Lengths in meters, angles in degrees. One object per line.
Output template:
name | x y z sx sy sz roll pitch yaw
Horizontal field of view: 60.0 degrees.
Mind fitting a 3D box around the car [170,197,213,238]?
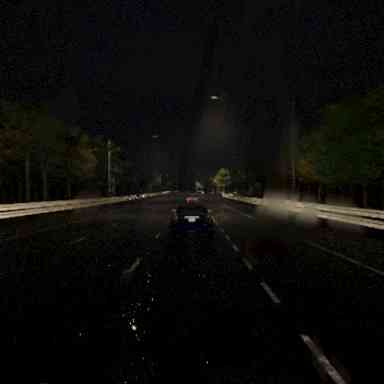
car | -0.007 1.345 17.920 2.097 1.767 4.553 0 0 0

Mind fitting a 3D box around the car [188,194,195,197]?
car | -0.022 1.508 55.116 1.895 1.301 4.718 0 0 0
